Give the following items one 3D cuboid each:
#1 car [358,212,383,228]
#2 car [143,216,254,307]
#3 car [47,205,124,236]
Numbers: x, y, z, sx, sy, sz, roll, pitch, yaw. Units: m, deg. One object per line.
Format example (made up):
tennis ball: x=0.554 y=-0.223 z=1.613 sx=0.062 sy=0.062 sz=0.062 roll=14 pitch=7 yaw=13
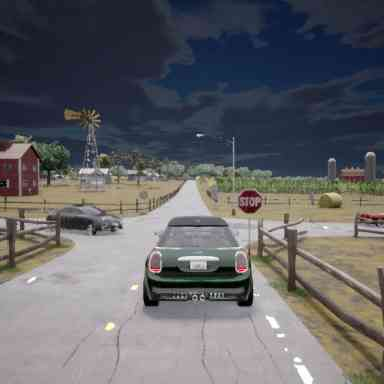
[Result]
car: x=14.393 y=1.808 z=23.453 sx=4.718 sy=1.301 sz=1.895 roll=1 pitch=2 yaw=0
car: x=0.123 y=1.350 z=8.153 sx=2.097 sy=1.767 sz=4.553 roll=0 pitch=0 yaw=0
car: x=-5.984 y=1.512 z=18.516 sx=4.892 sy=1.490 sz=1.837 roll=-1 pitch=-2 yaw=30
